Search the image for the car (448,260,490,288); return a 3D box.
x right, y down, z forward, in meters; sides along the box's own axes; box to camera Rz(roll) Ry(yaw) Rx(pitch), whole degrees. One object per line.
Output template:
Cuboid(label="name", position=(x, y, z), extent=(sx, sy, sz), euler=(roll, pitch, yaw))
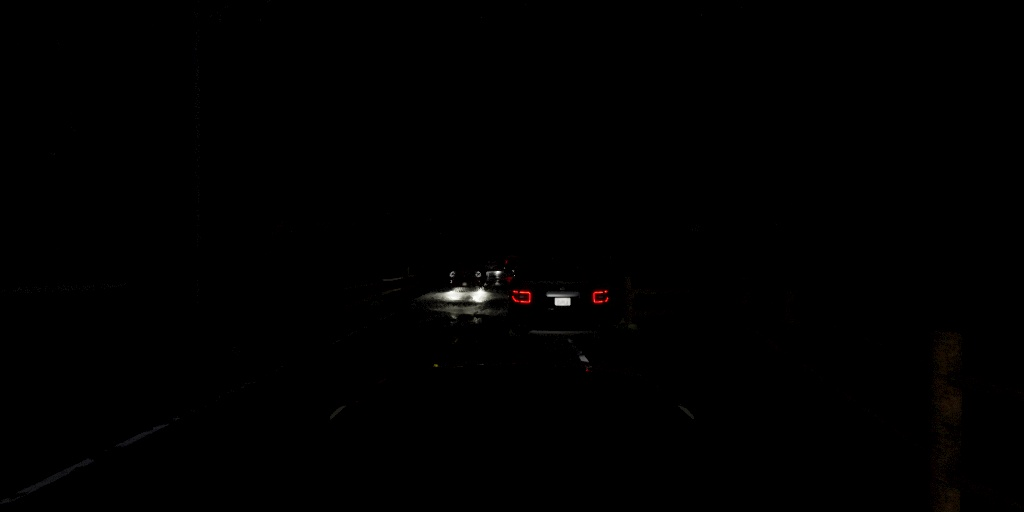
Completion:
Cuboid(label="car", position=(-2.815, 1.100, 23.530), extent=(2.097, 1.767, 4.553), euler=(0, 0, 0))

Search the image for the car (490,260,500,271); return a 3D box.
Cuboid(label="car", position=(-2.677, 1.288, 48.865), extent=(1.812, 1.442, 4.674), euler=(0, 0, 0))

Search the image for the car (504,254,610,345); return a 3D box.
Cuboid(label="car", position=(0.978, 0.972, 9.582), extent=(2.150, 2.045, 5.566), euler=(0, 0, 0))
